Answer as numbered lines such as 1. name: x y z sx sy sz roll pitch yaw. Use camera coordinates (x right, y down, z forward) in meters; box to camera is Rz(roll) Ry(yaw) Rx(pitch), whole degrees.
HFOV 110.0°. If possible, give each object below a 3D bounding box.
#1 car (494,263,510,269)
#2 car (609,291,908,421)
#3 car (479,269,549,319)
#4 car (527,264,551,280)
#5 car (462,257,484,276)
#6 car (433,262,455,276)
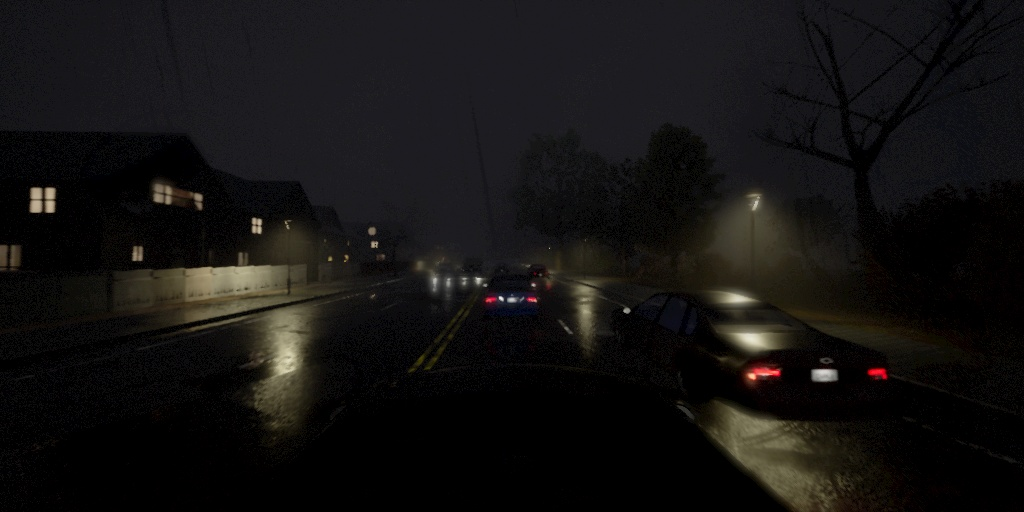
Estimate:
1. car: -1.276 1.546 45.337 1.812 1.442 4.674 0 0 -2
2. car: 3.289 1.326 6.316 2.033 1.411 5.357 0 0 -1
3. car: -0.067 1.372 13.176 2.033 1.411 5.357 0 0 -1
4. car: 2.441 1.480 33.835 1.812 1.442 4.674 0 0 -2
5. car: -4.479 1.134 41.597 2.150 2.045 5.566 0 0 -2
6. car: -7.727 1.443 41.492 1.812 1.442 4.674 0 0 -2
